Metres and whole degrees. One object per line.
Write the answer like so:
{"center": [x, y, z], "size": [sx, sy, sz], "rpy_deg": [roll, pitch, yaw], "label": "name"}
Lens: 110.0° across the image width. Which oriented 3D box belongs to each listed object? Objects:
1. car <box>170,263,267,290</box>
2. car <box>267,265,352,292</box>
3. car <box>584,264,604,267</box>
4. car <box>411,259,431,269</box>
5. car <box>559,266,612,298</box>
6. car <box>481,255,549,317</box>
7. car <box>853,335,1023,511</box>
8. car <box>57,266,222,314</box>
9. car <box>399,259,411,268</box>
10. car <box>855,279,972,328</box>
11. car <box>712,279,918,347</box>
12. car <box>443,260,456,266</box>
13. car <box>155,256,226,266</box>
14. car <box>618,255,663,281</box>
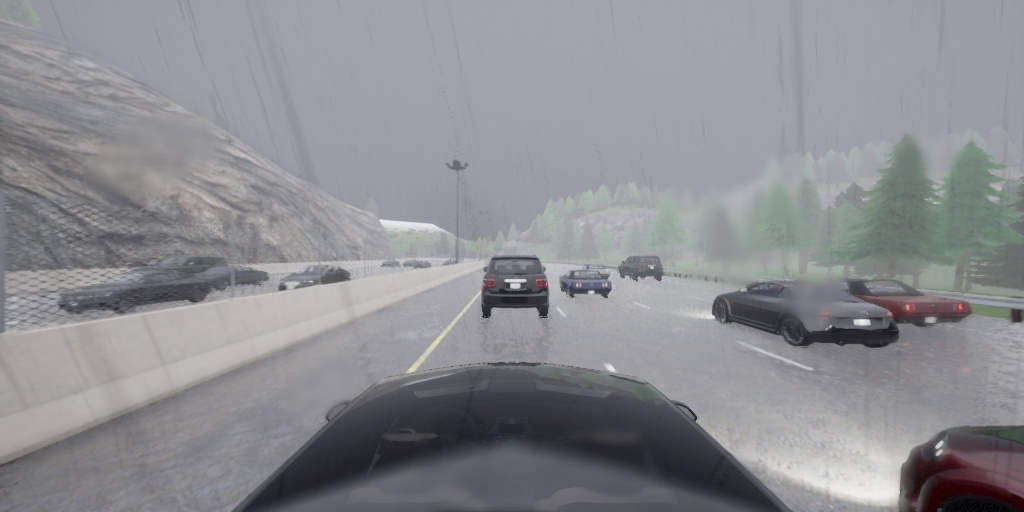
{"center": [-17.599, 1.302, 22.325], "size": [2.033, 1.411, 5.357], "rpy_deg": [0, 0, 0], "label": "car"}
{"center": [-10.597, 1.246, 19.663], "size": [2.128, 1.511, 4.902], "rpy_deg": [0, 0, 0], "label": "car"}
{"center": [7.103, 1.358, 31.414], "size": [1.895, 1.301, 4.718], "rpy_deg": [0, 0, 0], "label": "car"}
{"center": [-14.036, 1.326, 56.601], "size": [1.994, 1.385, 4.181], "rpy_deg": [0, 0, 1], "label": "car"}
{"center": [3.602, 1.355, 18.473], "size": [1.895, 1.301, 4.718], "rpy_deg": [0, 0, 0], "label": "car"}
{"center": [0.101, 0.974, 13.252], "size": [2.150, 2.045, 5.566], "rpy_deg": [0, 0, 0], "label": "car"}
{"center": [3.600, 1.314, 0.628], "size": [1.994, 1.385, 4.181], "rpy_deg": [0, 0, 0], "label": "car"}
{"center": [-14.099, 1.279, 13.857], "size": [1.812, 1.442, 4.674], "rpy_deg": [0, 0, 0], "label": "car"}
{"center": [-17.530, 1.311, 62.859], "size": [2.033, 1.411, 5.357], "rpy_deg": [0, 0, 0], "label": "car"}
{"center": [10.601, 1.353, 11.285], "size": [1.895, 1.301, 4.718], "rpy_deg": [0, 0, 0], "label": "car"}
{"center": [7.101, 1.316, 9.281], "size": [1.994, 1.385, 4.181], "rpy_deg": [0, 0, 0], "label": "car"}
{"center": [-10.529, 1.312, 61.688], "size": [2.033, 1.411, 5.357], "rpy_deg": [0, 0, 0], "label": "car"}
{"center": [-21.097, 0.979, 23.193], "size": [2.150, 2.045, 5.566], "rpy_deg": [0, 0, 0], "label": "car"}
{"center": [10.602, 0.978, 29.858], "size": [2.150, 2.045, 5.566], "rpy_deg": [0, 0, 0], "label": "car"}
